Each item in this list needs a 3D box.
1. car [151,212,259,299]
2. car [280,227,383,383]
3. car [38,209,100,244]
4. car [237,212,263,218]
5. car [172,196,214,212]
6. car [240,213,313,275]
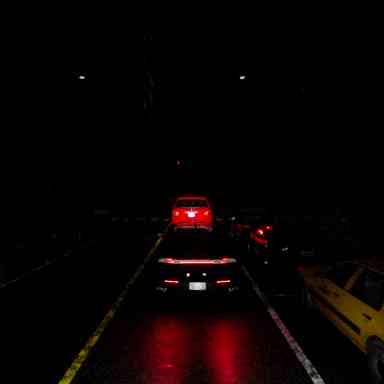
[{"bbox_3d":[0.096,1.489,8.445,2.128,1.511,4.902,0,0,0],"label":"car"},{"bbox_3d":[2.864,1.524,4.857,1.752,1.417,4.829,-1,0,0],"label":"car"},{"bbox_3d":[-5.684,1.539,15.853,1.887,1.381,4.507,-1,0,0],"label":"car"},{"bbox_3d":[2.861,1.576,15.859,1.802,1.307,4.206,-1,0,0],"label":"car"},{"bbox_3d":[0.062,1.215,18.793,2.150,2.045,5.566,0,0,2],"label":"car"},{"bbox_3d":[2.863,1.562,10.273,1.947,1.339,4.313,-1,0,0],"label":"car"}]
